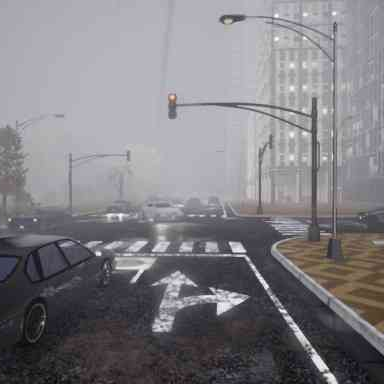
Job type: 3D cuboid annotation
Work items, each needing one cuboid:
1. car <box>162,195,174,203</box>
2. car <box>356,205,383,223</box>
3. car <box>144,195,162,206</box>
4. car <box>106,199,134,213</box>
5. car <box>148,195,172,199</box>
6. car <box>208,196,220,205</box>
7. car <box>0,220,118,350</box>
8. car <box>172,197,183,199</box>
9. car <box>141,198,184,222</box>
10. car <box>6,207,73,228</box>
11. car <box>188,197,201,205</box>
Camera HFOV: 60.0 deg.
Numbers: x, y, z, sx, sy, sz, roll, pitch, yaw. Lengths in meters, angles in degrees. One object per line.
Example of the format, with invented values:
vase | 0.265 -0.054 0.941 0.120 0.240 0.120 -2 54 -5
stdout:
car | -5.058 1.471 70.429 1.882 1.535 5.008 0 0 5
car | 14.408 1.388 22.961 5.357 1.411 2.033 0 0 5
car | -6.413 1.344 54.855 2.097 1.767 4.553 0 0 5
car | -7.875 1.538 37.030 2.033 1.411 5.357 0 0 5
car | -4.215 1.482 41.926 2.128 1.511 4.902 0 0 5
car | 3.981 1.475 60.062 1.882 1.535 5.008 0 0 5
car | -3.049 1.546 6.262 2.033 1.411 5.357 0 0 5
car | -2.651 1.596 60.737 1.895 1.301 4.718 0 0 5
car | -2.513 1.486 25.964 1.812 1.442 4.674 -1 1 -30
car | -9.133 1.593 20.293 1.895 1.301 4.718 0 0 4
car | 0.497 1.559 57.326 1.994 1.385 4.181 0 0 5
